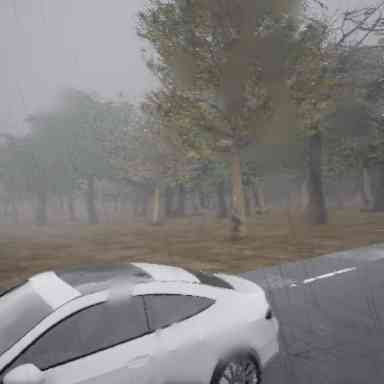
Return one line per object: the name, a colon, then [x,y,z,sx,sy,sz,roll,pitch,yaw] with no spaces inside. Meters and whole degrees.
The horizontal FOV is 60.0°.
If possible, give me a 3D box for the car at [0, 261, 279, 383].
car: [-1.135,1.513,3.179,4.674,1.442,1.812,-1,1,-35]
